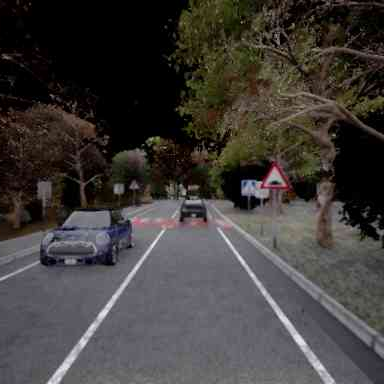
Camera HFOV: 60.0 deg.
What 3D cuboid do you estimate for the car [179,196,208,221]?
[{"bbox_3d":[0.099,1.260,23.945,1.837,1.490,4.892,1,0,0],"label":"car"}]

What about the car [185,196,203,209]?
[{"bbox_3d":[0.240,1.258,41.639,2.128,1.511,4.902,0,1,1],"label":"car"}]

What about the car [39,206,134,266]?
[{"bbox_3d":[-3.356,1.334,11.437,2.097,1.767,4.553,0,0,0],"label":"car"}]
